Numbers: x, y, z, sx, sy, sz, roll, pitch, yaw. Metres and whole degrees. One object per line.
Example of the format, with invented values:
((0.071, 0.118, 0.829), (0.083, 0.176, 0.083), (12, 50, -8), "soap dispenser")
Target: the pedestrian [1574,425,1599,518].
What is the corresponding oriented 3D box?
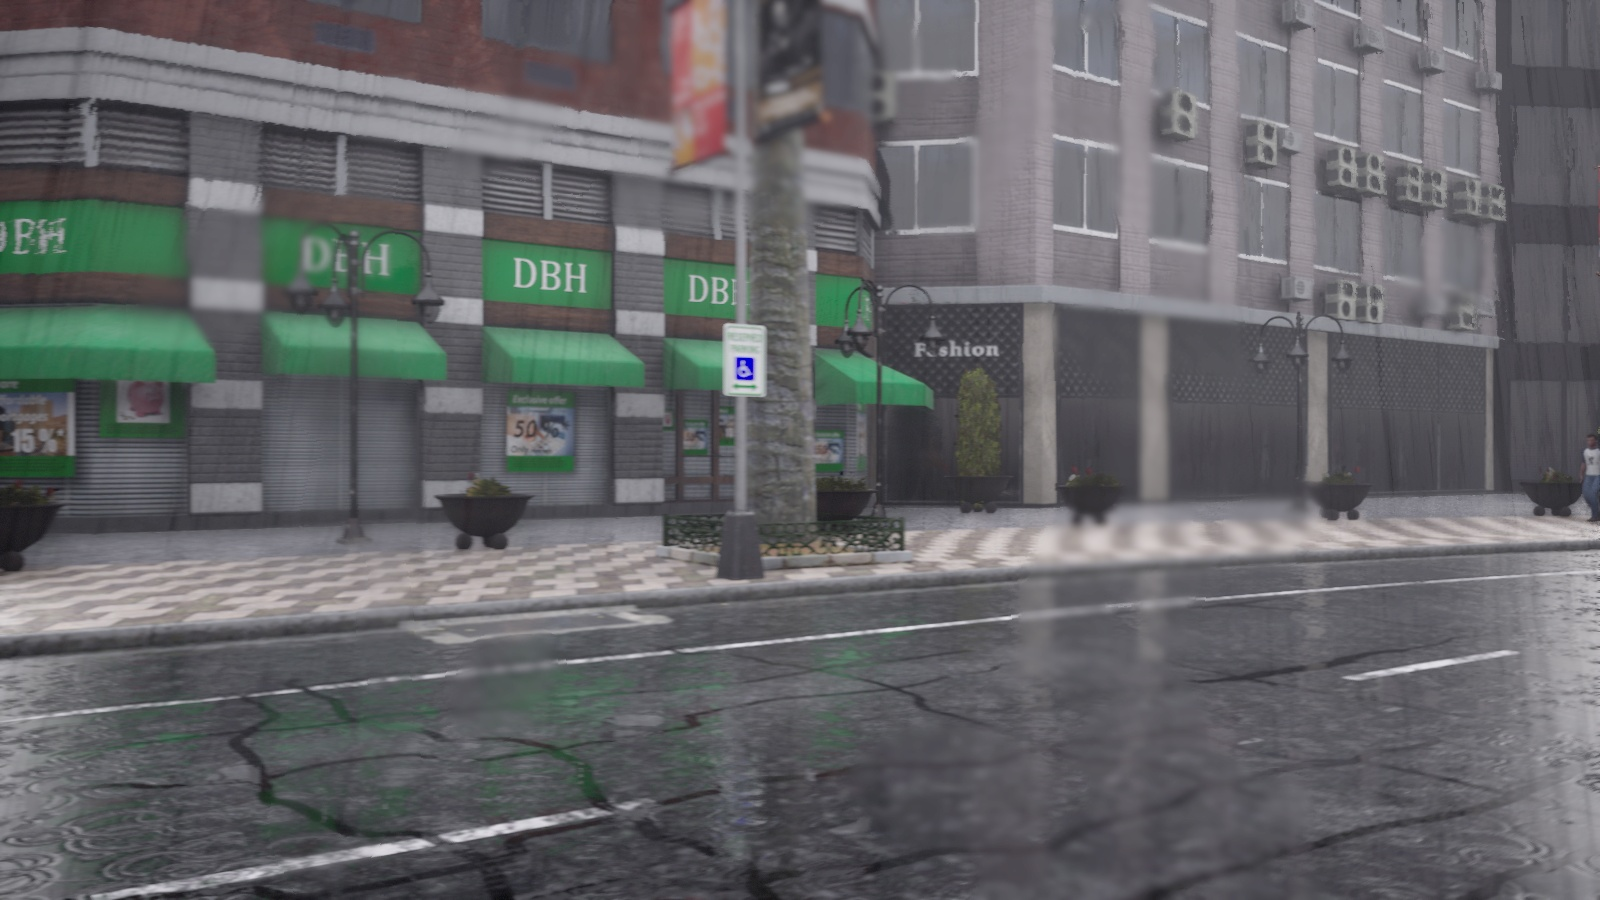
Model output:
((15.886, 0.430, 25.125), (0.706, 1.836, 0.354), (0, 0, -24), "pedestrian")
